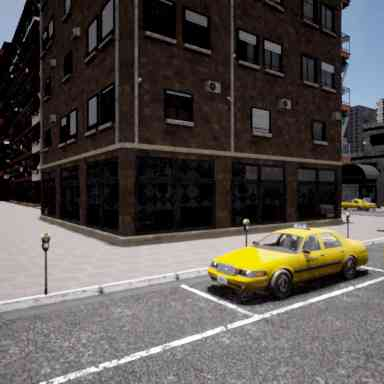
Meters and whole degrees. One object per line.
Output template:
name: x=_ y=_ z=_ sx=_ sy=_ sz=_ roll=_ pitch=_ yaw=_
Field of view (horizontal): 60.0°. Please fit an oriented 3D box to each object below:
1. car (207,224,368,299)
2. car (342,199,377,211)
car: x=2.594 y=1.524 z=8.416 sx=4.829 sy=1.417 sz=1.752 roll=0 pitch=0 yaw=-36
car: x=19.270 y=1.458 z=39.636 sx=1.752 sy=1.417 sz=4.829 roll=0 pitch=0 yaw=-35
